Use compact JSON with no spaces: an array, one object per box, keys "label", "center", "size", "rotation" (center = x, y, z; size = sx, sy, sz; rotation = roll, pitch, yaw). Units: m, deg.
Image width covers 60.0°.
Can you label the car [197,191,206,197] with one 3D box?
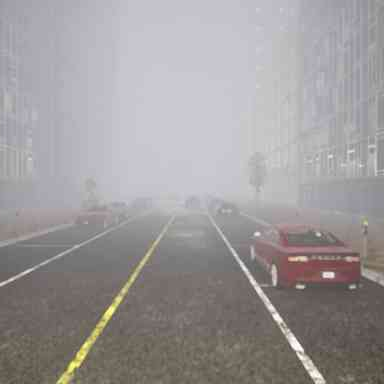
[{"label":"car","center":[2.637,0.550,94.148],"size":[2.192,1.841,5.009],"rotation":[0,1,0]}]

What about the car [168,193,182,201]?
[{"label":"car","center":[-3.054,1.001,64.874],"size":[1.837,1.490,4.892],"rotation":[0,1,0]}]

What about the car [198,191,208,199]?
[{"label":"car","center":[2.644,0.652,82.764],"size":[2.192,1.841,5.009],"rotation":[0,1,0]}]

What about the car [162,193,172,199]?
[{"label":"car","center":[-5.735,0.938,77.081],"size":[2.008,1.369,4.403],"rotation":[0,1,0]}]

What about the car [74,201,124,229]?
[{"label":"car","center":[-5.701,1.397,20.155],"size":[1.887,1.381,4.507],"rotation":[0,0,0]}]

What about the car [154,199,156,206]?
[{"label":"car","center":[-5.715,1.241,42.926],"size":[1.947,1.339,4.313],"rotation":[0,0,0]}]

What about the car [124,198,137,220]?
[{"label":"car","center":[-5.704,1.391,25.849],"size":[1.802,1.307,4.206],"rotation":[0,0,0]}]

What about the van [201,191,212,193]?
[{"label":"van","center":[2.660,0.924,54.306],"size":[1.690,1.788,3.998],"rotation":[0,0,0]}]

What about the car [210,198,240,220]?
[{"label":"car","center":[2.676,1.375,25.846],"size":[1.947,1.339,4.313],"rotation":[0,0,0]}]

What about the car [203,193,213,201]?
[{"label":"car","center":[2.663,1.195,48.614],"size":[1.947,1.339,4.313],"rotation":[0,0,0]}]

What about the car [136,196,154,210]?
[{"label":"car","center":[-5.711,1.265,37.233],"size":[1.887,1.381,4.507],"rotation":[0,0,0]}]

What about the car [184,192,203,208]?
[{"label":"car","center":[0.075,1.165,41.431],"size":[1.882,1.535,5.008],"rotation":[0,1,0]}]

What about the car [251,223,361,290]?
[{"label":"car","center":[2.686,1.482,8.770],"size":[1.887,1.381,4.507],"rotation":[0,0,0]}]

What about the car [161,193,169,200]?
[{"label":"car","center":[-5.731,0.964,71.217],"size":[1.752,1.417,4.829],"rotation":[0,0,0]}]

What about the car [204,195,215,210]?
[{"label":"car","center":[2.670,1.286,37.230],"size":[1.947,1.339,4.313],"rotation":[0,0,0]}]
